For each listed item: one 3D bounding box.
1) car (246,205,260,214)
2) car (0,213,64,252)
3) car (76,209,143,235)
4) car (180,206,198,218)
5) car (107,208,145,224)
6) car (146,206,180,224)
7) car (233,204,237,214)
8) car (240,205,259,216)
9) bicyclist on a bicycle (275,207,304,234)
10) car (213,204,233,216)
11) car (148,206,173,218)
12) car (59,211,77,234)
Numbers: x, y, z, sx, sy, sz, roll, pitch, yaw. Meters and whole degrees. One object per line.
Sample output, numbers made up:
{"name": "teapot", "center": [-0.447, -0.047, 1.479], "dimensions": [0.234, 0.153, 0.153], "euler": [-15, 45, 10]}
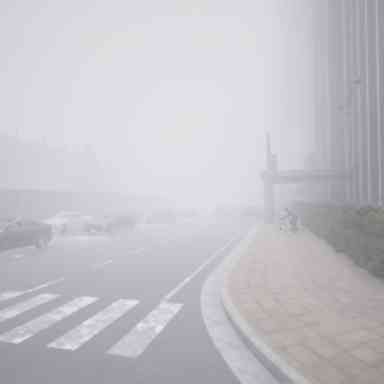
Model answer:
{"name": "car", "center": [10.315, 2.880, 56.353], "dimensions": [1.994, 1.385, 4.181], "euler": [-1, -1, 15]}
{"name": "car", "center": [-8.037, 1.866, 14.197], "dimensions": [2.128, 1.511, 4.902], "euler": [-1, -1, 14]}
{"name": "car", "center": [-5.589, 2.141, 23.627], "dimensions": [2.033, 1.411, 5.357], "euler": [-1, -1, 15]}
{"name": "car", "center": [-0.444, 2.579, 43.361], "dimensions": [1.812, 1.442, 4.674], "euler": [-1, -1, 15]}
{"name": "car", "center": [-6.587, 2.411, 33.653], "dimensions": [1.994, 1.385, 4.181], "euler": [-1, -1, 16]}
{"name": "car", "center": [-3.048, 2.327, 33.422], "dimensions": [1.837, 1.490, 4.892], "euler": [-1, -1, 15]}
{"name": "car", "center": [6.444, 2.813, 55.740], "dimensions": [2.128, 1.511, 4.902], "euler": [-1, -1, 15]}
{"name": "car", "center": [8.125, 2.719, 47.872], "dimensions": [1.895, 1.301, 4.718], "euler": [-1, -1, 15]}
{"name": "bicyclist on a bicycle", "center": [5.834, 1.741, 19.955], "dimensions": [1.656, 1.620, 0.582], "euler": [-1, -2, 14]}
{"name": "car", "center": [4.247, 2.644, 47.024], "dimensions": [1.812, 1.442, 4.674], "euler": [-1, -1, 15]}
{"name": "car", "center": [-4.004, 2.604, 43.595], "dimensions": [1.812, 1.442, 4.674], "euler": [-1, -1, 14]}
{"name": "car", "center": [-9.064, 2.150, 24.109], "dimensions": [1.812, 1.442, 4.674], "euler": [-1, -1, 15]}
